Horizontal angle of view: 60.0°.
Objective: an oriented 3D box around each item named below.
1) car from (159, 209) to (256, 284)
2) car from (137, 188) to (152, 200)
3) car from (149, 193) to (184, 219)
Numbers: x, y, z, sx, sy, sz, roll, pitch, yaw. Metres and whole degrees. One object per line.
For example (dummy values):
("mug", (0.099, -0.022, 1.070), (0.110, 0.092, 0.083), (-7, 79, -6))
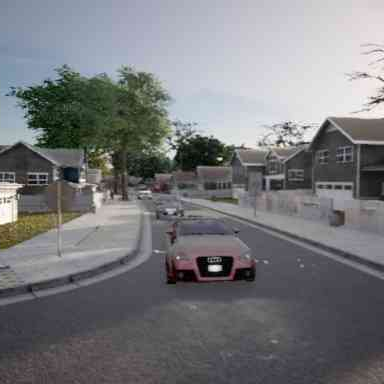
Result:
("car", (0.242, 1.372, 8.907), (1.994, 1.385, 4.181), (0, 1, -7))
("car", (-8.309, 0.251, 57.843), (2.150, 2.045, 5.566), (0, 1, -13))
("car", (-1.737, 1.050, 23.809), (2.128, 1.511, 4.902), (0, 1, -9))
